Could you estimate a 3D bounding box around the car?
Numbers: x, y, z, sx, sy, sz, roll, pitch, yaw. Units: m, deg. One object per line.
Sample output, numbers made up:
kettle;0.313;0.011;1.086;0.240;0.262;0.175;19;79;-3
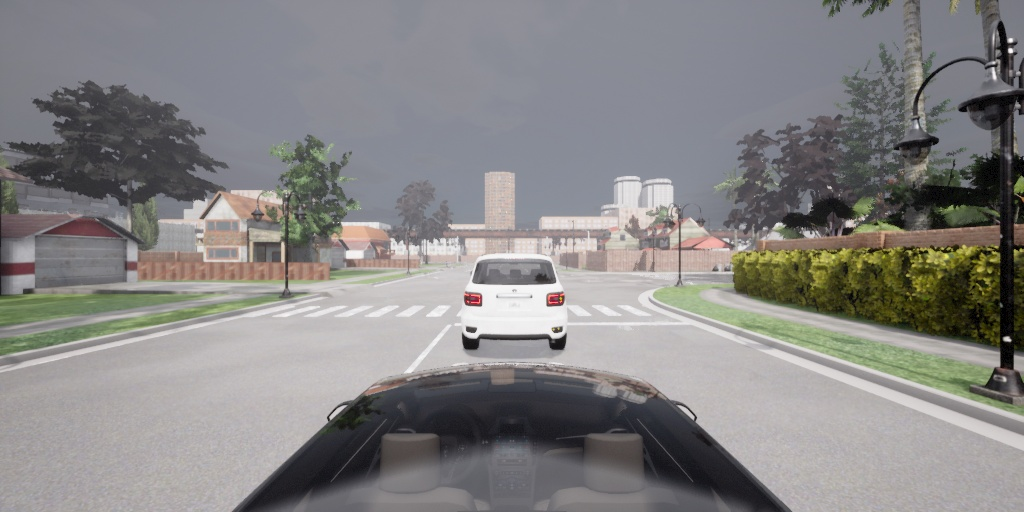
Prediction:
car;0.052;0.971;9.235;2.150;2.045;5.566;0;0;0
